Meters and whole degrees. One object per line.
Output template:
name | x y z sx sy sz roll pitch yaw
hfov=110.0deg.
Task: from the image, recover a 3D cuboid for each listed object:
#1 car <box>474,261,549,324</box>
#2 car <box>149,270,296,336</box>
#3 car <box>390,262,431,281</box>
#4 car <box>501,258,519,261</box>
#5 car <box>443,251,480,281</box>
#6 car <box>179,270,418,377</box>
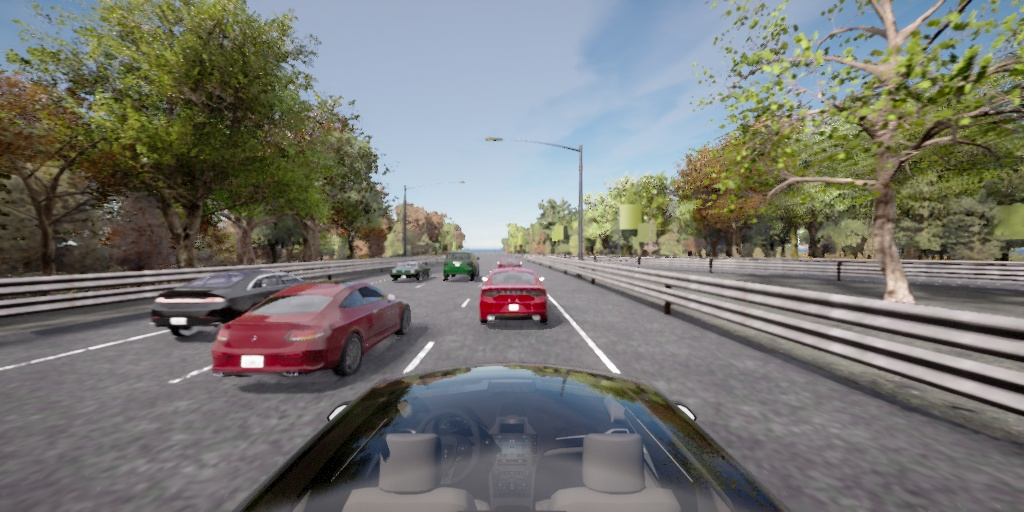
car | 0.037 1.100 11.455 1.882 1.535 5.008 0 1 0
car | -6.961 1.134 9.903 2.128 1.511 4.902 0 0 0
car | -7.136 1.049 25.751 1.895 1.301 4.718 0 1 -1
car | -0.185 0.885 28.937 1.882 1.535 5.008 0 1 -1
car | -3.642 0.660 26.381 2.150 2.045 5.566 0 1 -1
car | -3.457 1.206 7.086 1.812 1.442 4.674 0 1 0
